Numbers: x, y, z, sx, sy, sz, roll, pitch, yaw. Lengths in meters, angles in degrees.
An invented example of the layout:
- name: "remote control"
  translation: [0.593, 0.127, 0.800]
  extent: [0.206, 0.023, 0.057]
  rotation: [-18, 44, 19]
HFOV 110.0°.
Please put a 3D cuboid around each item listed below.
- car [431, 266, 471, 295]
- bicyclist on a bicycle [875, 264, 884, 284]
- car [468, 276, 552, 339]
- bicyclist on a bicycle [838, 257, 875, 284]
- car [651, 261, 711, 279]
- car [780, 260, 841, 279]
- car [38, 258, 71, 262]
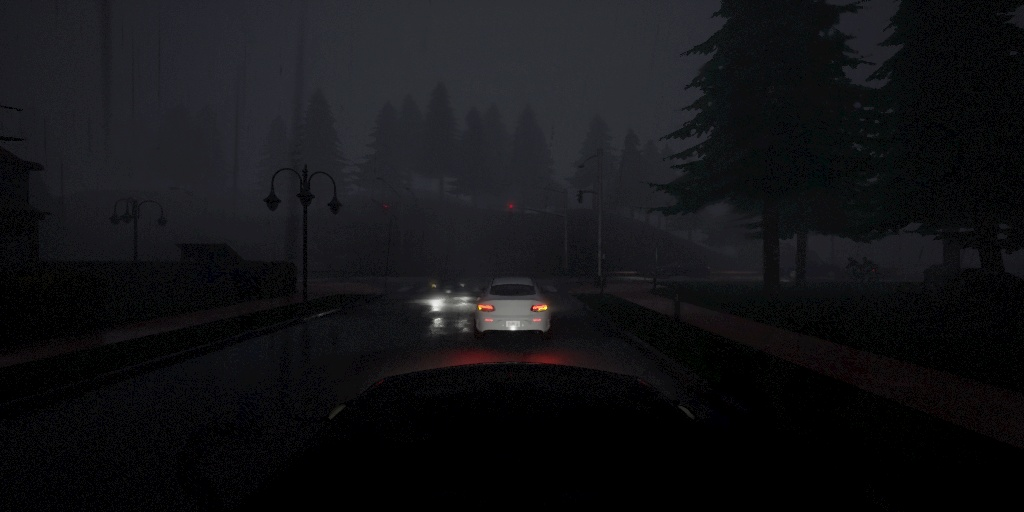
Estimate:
- name: "car"
  translation: [-3.257, 1.265, 19.898]
  extent: [2.033, 1.411, 5.357]
  rotation: [0, 1, -5]
- name: "bicyclist on a bicycle"
  translation: [21.781, 0.893, 21.954]
  extent: [0.582, 1.620, 1.656]
  rotation: [0, 0, -14]
- name: "car"
  translation: [0.023, 1.276, 9.935]
  extent: [1.812, 1.442, 4.674]
  rotation: [0, 0, 0]
- name: "bicyclist on a bicycle"
  translation: [21.134, 0.891, 22.213]
  extent: [0.582, 1.620, 1.656]
  rotation: [0, 0, -16]
- name: "car"
  translation: [14.065, 1.113, 29.864]
  extent: [4.674, 1.442, 1.812]
  rotation: [0, 0, -1]
- name: "car"
  translation: [24.386, 1.065, 29.900]
  extent: [5.008, 1.535, 1.882]
  rotation: [0, 0, 0]
- name: "car"
  translation: [-32.974, 0.940, 25.852]
  extent: [4.553, 1.767, 2.097]
  rotation: [0, 0, 0]
